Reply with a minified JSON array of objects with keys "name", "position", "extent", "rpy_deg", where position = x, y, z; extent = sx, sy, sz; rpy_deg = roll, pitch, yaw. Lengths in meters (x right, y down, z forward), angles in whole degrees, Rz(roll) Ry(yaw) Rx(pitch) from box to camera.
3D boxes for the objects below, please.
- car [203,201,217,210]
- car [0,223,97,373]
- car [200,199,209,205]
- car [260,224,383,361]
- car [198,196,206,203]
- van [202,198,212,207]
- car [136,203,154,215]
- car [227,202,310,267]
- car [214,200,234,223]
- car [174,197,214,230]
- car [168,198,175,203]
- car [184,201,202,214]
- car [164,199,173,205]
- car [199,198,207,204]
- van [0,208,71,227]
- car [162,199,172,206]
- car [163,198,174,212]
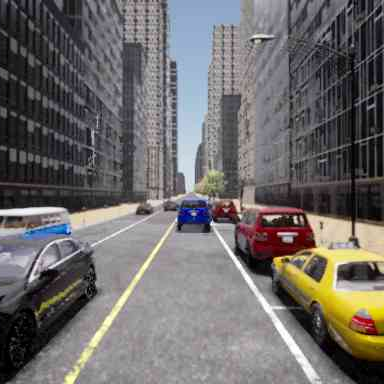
[{"name":"car","position":[2.743,2.064,51.641],"extent":[1.887,1.381,4.507],"rpy_deg":[0,-1,0]},{"name":"car","position":[-3.095,1.555,5.787],"extent":[2.128,1.511,4.902],"rpy_deg":[0,-1,0]},{"name":"car","position":[2.765,2.295,74.430],"extent":[1.802,1.307,4.206],"rpy_deg":[0,0,0]},{"name":"car","position":[2.697,1.594,6.232],"extent":[1.752,1.417,4.829],"rpy_deg":[0,-1,0]},{"name":"car","position":[2.783,2.163,91.522],"extent":[2.192,1.841,5.009],"rpy_deg":[0,0,0]},{"name":"van","position":[2.755,1.959,63.036],"extent":[1.690,1.788,3.998],"rpy_deg":[0,0,0]},{"name":"car","position":[-5.650,1.981,40.255],"extent":[1.947,1.339,4.313],"rpy_deg":[0,-1,0]},{"name":"car","position":[2.702,1.443,11.763],"extent":[2.192,1.841,5.009],"rpy_deg":[0,-1,0]},{"name":"car","position":[2.720,1.619,28.853],"extent":[2.192,1.841,5.009],"rpy_deg":[0,-1,0]},{"name":"car","position":[0.125,1.471,23.196],"extent":[2.150,2.045,5.566],"rpy_deg":[0,0,0]},{"name":"car","position":[-5.598,2.373,91.360],"extent":[1.752,1.417,4.829],"rpy_deg":[0,0,0]},{"name":"car","position":[0.142,1.921,41.757],"extent":[2.128,1.511,4.902],"rpy_deg":[0,-1,0]},{"name":"car","position":[-5.609,2.326,80.135],"extent":[1.947,1.339,4.313],"rpy_deg":[0,0,0]},{"name":"car","position":[2.776,2.370,85.824],"extent":[1.947,1.339,4.313],"rpy_deg":[0,0,0]},{"name":"van","position":[-5.678,1.469,11.772],"extent":[1.690,1.788,3.998],"rpy_deg":[0,-1,0]},{"name":"car","position":[-5.615,2.265,74.439],"extent":[2.008,1.369,4.403],"rpy_deg":[0,0,0]},{"name":"car","position":[-3.039,1.987,47.679],"extent":[1.837,1.490,4.892],"rpy_deg":[0,0,0]}]
